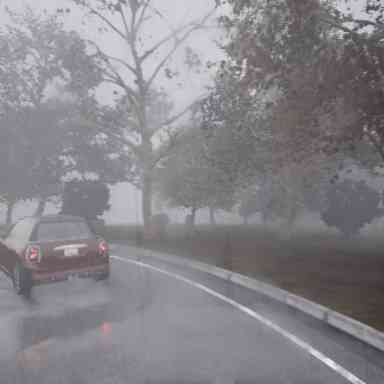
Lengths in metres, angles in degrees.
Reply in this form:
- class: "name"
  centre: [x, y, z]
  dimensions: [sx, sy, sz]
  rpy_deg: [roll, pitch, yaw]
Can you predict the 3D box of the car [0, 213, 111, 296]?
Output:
- class: "car"
  centre: [-4.067, 1.417, 9.275]
  dimensions: [2.097, 1.767, 4.553]
  rpy_deg: [0, 0, -38]
